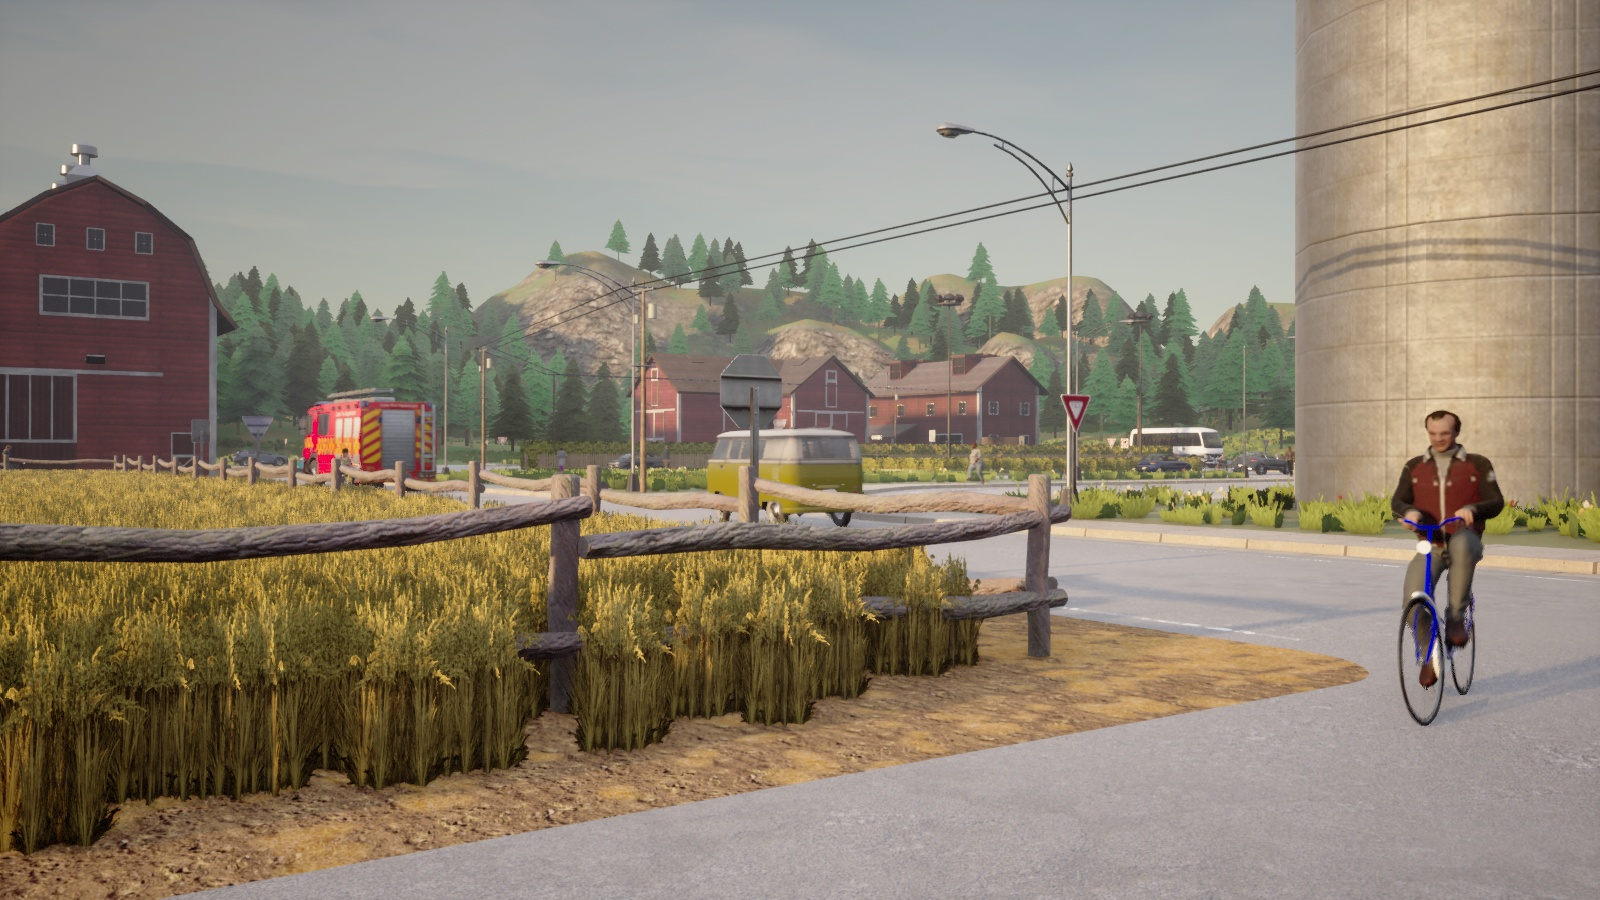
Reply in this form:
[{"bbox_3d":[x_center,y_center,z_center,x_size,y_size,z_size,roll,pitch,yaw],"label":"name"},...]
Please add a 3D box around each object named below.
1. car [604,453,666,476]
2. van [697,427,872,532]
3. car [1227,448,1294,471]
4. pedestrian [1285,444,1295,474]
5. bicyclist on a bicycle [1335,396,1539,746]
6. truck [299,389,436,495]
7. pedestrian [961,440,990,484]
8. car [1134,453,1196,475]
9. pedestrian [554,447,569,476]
[{"bbox_3d":[-11.122,0.954,84.574,3.705,1.549,1.789,0,0,-35],"label":"car"},{"bbox_3d":[-0.430,0.562,26.118,1.775,1.987,4.442,0,0,-28],"label":"van"},{"bbox_3d":[33.206,0.674,90.477,5.027,1.651,2.152,0,0,-37],"label":"car"},{"bbox_3d":[29.205,0.530,74.811,0.328,1.805,0.869,0,0,35],"label":"pedestrian"},{"bbox_3d":[3.746,0.625,7.307,0.659,1.776,1.843,-2,-2,38],"label":"bicyclist on a bicycle"},{"bbox_3d":[-17.172,-0.263,49.444,2.891,3.827,8.468,0,0,-35],"label":"truck"},{"bbox_3d":[7.604,0.517,54.519,0.900,1.855,0.874,0,0,-37],"label":"pedestrian"},{"bbox_3d":[24.494,0.912,84.192,4.193,1.474,1.816,0,0,-35],"label":"car"},{"bbox_3d":[-15.923,0.769,83.790,0.659,1.952,0.873,0,0,21],"label":"pedestrian"}]
